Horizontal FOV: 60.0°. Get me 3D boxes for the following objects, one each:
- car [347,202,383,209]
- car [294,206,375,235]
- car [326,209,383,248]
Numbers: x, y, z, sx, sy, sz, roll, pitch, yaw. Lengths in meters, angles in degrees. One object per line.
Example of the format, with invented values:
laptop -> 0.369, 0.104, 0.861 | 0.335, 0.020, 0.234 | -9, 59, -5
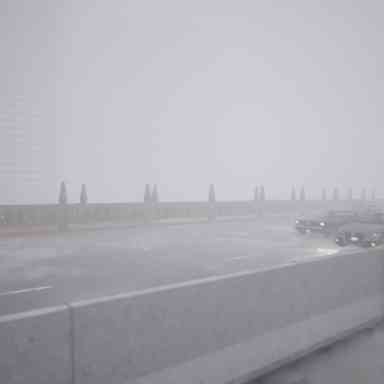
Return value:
car -> 13.329, 1.573, 26.383 | 4.902, 1.511, 2.128 | 0, 0, -35
car -> 7.670, 1.653, 18.055 | 4.718, 1.301, 1.895 | 0, 0, -35
car -> 7.811, 1.609, 13.858 | 4.181, 1.385, 1.994 | 0, 0, -35
